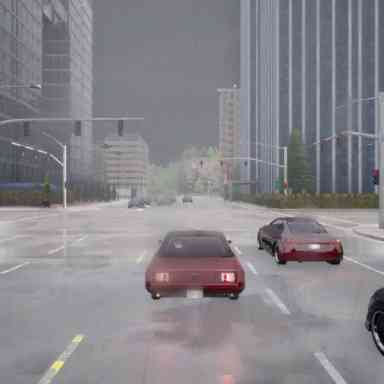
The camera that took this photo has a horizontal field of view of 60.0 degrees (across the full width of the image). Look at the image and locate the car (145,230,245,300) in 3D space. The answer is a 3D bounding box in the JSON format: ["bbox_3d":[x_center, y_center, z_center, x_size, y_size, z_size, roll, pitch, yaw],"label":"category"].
[{"bbox_3d":[0.074,1.601,8.358,1.895,1.301,4.718,0,0,0],"label":"car"}]

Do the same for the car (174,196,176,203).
[{"bbox_3d":[-4.441,1.505,62.211,1.837,1.490,4.892,0,0,-1],"label":"car"}]

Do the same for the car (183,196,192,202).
[{"bbox_3d":[-1.013,1.556,73.551,1.994,1.385,4.181,0,0,-1],"label":"car"}]

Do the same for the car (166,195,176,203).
[{"bbox_3d":[-4.529,1.525,72.509,2.128,1.511,4.902,0,0,-1],"label":"car"}]

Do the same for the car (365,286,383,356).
[{"bbox_3d":[3.610,1.564,3.304,1.994,1.385,4.181,0,0,-1],"label":"car"}]

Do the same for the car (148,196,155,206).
[{"bbox_3d":[-7.876,1.505,56.068,1.837,1.490,4.892,0,0,-1],"label":"car"}]

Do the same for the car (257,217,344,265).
[{"bbox_3d":[3.582,1.564,11.715,1.994,1.385,4.181,0,0,0],"label":"car"}]

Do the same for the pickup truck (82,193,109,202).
[{"bbox_3d":[-21.165,1.058,73.415,2.390,2.098,6.274,0,0,30],"label":"pickup truck"}]

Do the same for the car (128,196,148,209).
[{"bbox_3d":[-7.747,1.505,46.695,1.837,1.490,4.892,0,0,-1],"label":"car"}]

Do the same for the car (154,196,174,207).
[{"bbox_3d":[-4.315,1.564,52.021,1.994,1.385,4.181,0,0,-1],"label":"car"}]

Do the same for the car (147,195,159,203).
[{"bbox_3d":[-7.977,1.492,68.480,2.128,1.511,4.902,0,0,-1],"label":"car"}]
